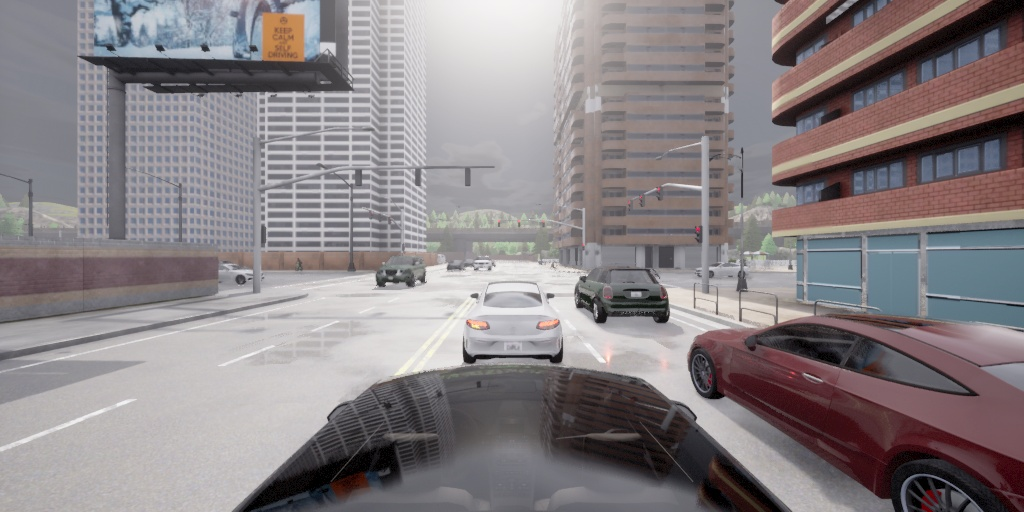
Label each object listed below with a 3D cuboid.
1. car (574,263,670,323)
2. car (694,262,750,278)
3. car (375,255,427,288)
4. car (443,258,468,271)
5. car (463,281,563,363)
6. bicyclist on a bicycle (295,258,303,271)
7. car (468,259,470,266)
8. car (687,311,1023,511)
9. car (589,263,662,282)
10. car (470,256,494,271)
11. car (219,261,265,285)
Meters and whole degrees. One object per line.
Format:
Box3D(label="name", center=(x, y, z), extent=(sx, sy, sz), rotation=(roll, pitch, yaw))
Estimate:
Box3D(label="car", center=(3.494, 1.102, 12.236), extent=(2.097, 1.767, 4.553), rotation=(0, 0, 0))
Box3D(label="car", center=(19.372, 1.276, 33.106), extent=(4.674, 1.442, 1.812), rotation=(0, 0, 0))
Box3D(label="car", center=(-7.288, 0.971, 24.221), extent=(2.150, 2.045, 5.566), rotation=(0, 0, 0))
Box3D(label="car", center=(-7.535, 1.227, 48.243), extent=(1.882, 1.535, 5.008), rotation=(0, 0, 0))
Box3D(label="car", center=(0.014, 1.276, 8.019), extent=(1.812, 1.442, 4.674), rotation=(0, 0, 0))
Box3D(label="bicyclist on a bicycle", center=(-25.994, 1.051, 43.769), extent=(0.582, 1.620, 1.656), rotation=(0, 0, 0))
Box3D(label="car", center=(-7.580, 1.227, 64.385), extent=(1.882, 1.535, 5.008), rotation=(0, 0, 0))
Box3D(label="car", center=(3.579, 1.276, 3.517), extent=(1.812, 1.442, 4.674), rotation=(0, 0, 0))
Box3D(label="car", center=(9.176, 1.297, 29.306), extent=(5.357, 1.411, 2.033), rotation=(0, 0, 5))
Box3D(label="car", center=(-4.004, 0.972, 49.331), extent=(2.150, 2.045, 5.566), rotation=(0, 0, 0))
Box3D(label="car", center=(-20.455, 1.276, 25.825), extent=(4.674, 1.442, 1.812), rotation=(0, 0, 0))
